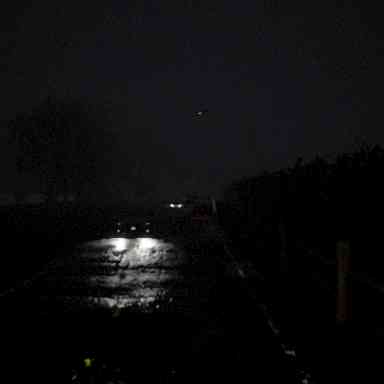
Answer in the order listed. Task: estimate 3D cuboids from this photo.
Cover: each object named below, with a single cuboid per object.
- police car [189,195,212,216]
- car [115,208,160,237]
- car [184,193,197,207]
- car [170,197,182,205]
[{"bbox_3d":[0.953,1.436,32.777,1.930,1.638,5.238,0,0,0],"label":"police car"},{"bbox_3d":[-2.854,1.568,18.085,1.994,1.385,4.181,0,0,0],"label":"car"},{"bbox_3d":[-0.012,1.242,50.878,2.150,2.045,5.566,0,0,0],"label":"car"},{"bbox_3d":[-2.803,1.591,60.533,1.994,1.385,4.181,0,0,1],"label":"car"}]
